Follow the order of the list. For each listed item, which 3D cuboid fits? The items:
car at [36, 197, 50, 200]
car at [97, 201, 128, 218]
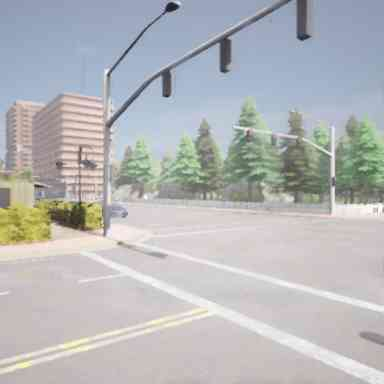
[{"bbox_3d":[-21.458,1.474,47.862,1.837,1.490,4.892,0,0,-36],"label":"car"},{"bbox_3d":[-7.286,1.492,28.977,1.812,1.442,4.674,0,0,-37],"label":"car"}]
